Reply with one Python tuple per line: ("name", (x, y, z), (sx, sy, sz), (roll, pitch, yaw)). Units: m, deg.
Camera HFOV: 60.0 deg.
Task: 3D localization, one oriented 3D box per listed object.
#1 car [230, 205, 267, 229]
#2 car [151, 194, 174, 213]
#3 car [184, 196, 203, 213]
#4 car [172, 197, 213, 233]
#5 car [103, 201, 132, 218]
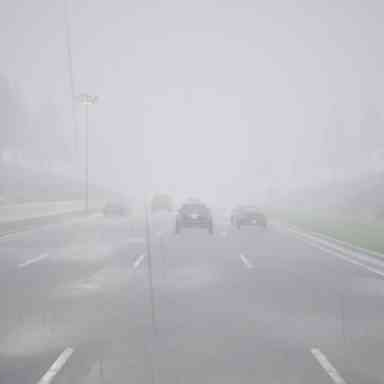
("car", (3.614, 1.559, 21.602), (1.812, 1.442, 4.674), (0, 0, 0))
("car", (-3.343, 1.276, 37.702), (2.150, 2.045, 5.566), (0, 0, 1))
("car", (0.173, 1.409, 38.731), (2.097, 1.767, 4.553), (0, 0, 1))
("car", (0.113, 1.382, 20.086), (2.097, 1.767, 4.553), (0, 0, 0))
("car", (-6.879, 1.535, 30.942), (2.128, 1.511, 4.902), (0, 0, 0))
